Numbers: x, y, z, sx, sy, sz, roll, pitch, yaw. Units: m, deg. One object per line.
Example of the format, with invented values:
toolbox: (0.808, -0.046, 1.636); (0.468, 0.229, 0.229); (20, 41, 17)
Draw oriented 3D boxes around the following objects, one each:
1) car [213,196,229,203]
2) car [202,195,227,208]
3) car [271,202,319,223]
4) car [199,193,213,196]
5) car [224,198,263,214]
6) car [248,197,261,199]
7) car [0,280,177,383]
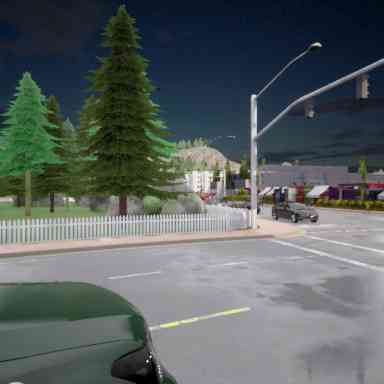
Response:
car: (6.086, 1.558, 71.154); (1.837, 1.490, 4.892); (0, 0, -16)
car: (2.835, 1.547, 44.230); (2.128, 1.511, 4.902); (0, 0, -16)
car: (8.046, 1.560, 26.339); (1.837, 1.490, 4.892); (0, 0, -14)
car: (2.939, 1.277, 69.605); (2.150, 2.045, 5.566); (0, 0, -17)
car: (5.454, 1.656, 35.245); (1.895, 1.301, 4.718); (0, 0, -16)
car: (10.354, 1.546, 56.634); (2.128, 1.511, 4.902); (0, 0, -16)
car: (-2.756, 1.221, 1.670); (5.566, 2.045, 2.150); (0, 0, -36)
